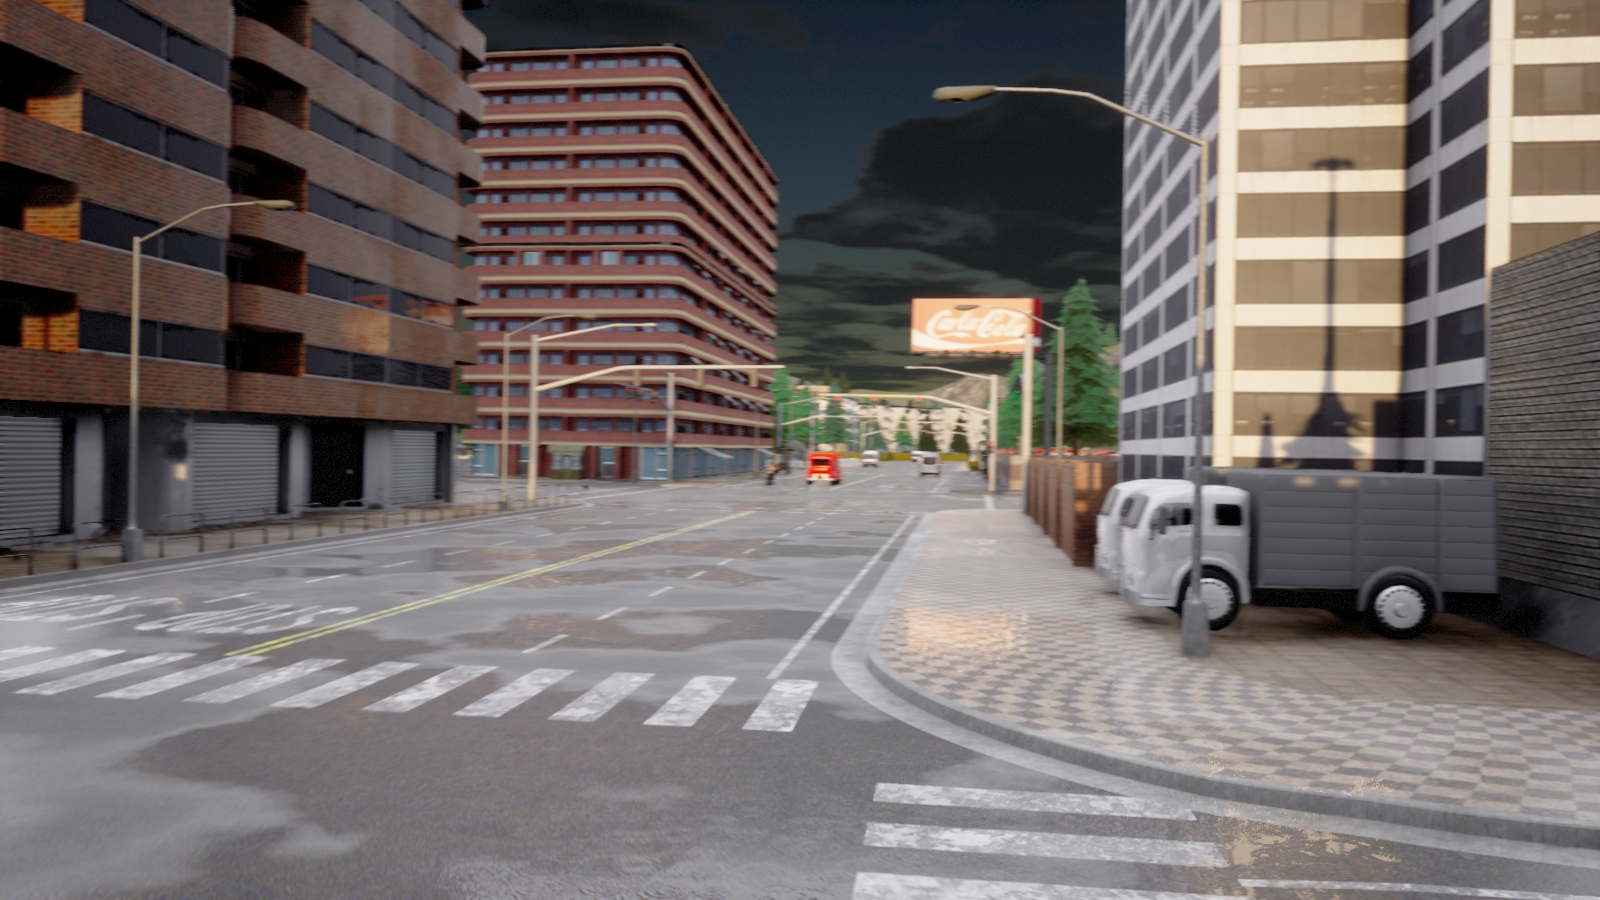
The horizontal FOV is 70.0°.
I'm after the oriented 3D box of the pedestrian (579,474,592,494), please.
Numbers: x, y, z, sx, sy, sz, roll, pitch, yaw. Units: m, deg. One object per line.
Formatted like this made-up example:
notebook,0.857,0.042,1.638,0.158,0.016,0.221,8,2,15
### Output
pedestrian,-11.853,1.879,63.138,0.500,1.100,0.500,1,0,14
